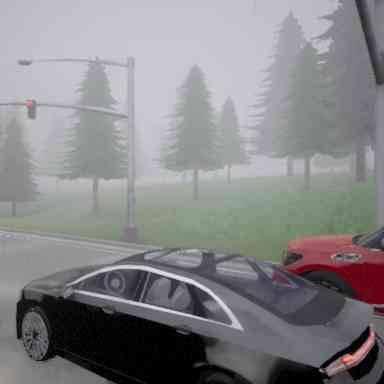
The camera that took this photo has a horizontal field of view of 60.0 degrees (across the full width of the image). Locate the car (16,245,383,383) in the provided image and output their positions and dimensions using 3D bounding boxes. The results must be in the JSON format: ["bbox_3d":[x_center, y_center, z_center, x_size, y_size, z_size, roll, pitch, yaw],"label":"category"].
[{"bbox_3d":[-0.343,1.491,4.239,4.902,1.511,2.128,0,0,36],"label":"car"}]

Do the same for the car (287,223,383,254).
[{"bbox_3d":[4.173,1.220,5.314,5.566,2.045,2.150,0,0,36],"label":"car"}]
